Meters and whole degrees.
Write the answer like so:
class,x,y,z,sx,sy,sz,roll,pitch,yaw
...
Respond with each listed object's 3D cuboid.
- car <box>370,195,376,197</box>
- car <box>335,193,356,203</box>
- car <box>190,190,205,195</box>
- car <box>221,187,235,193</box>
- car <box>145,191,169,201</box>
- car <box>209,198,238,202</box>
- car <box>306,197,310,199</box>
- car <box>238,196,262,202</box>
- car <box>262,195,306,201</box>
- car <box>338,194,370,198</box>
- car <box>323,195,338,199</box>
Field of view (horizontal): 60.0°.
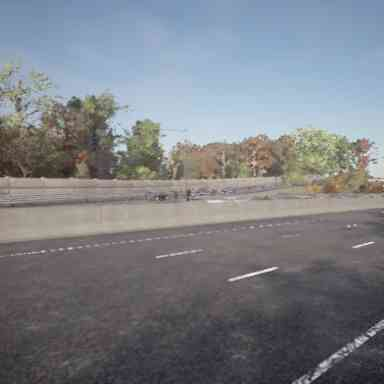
class,x,y,z,sx,sy,sz,roll,pitch,yaw
car,33.772,1.266,63.344,4.902,1.511,2.128,0,0,-42
car,29.865,1.103,64.547,4.553,1.767,2.097,0,0,-42
car,1.320,0.300,64.378,2.128,1.511,4.902,0,2,26
car,8.401,-0.404,78.091,2.097,1.767,4.553,0,2,28
car,-5.251,0.616,50.303,1.837,1.490,4.892,0,0,25
car,4.198,1.363,41.771,4.718,1.301,1.895,0,0,-42
car,17.664,1.353,53.716,4.718,1.301,1.895,0,0,-41
car,8.239,1.290,40.676,4.892,1.490,1.837,0,0,-42
car,10.551,1.161,38.047,4.553,1.767,2.097,0,1,-42
car,24.631,1.152,50.546,4.553,1.767,2.097,0,0,-41
car,22.393,1.268,53.233,4.902,1.511,2.128,0,0,-41
